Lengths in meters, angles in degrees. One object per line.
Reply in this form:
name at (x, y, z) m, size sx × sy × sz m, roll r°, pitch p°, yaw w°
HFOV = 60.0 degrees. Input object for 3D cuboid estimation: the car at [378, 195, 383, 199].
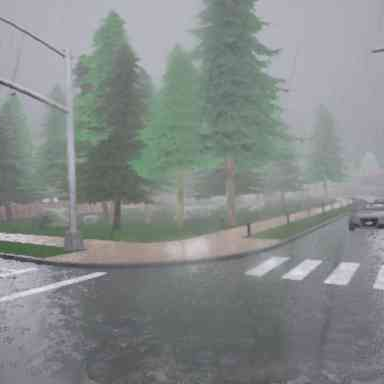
car at (15.038, 1.156, 25.994) m, size 1.895 × 1.301 × 4.718 m, roll -2°, pitch 0°, yaw 33°

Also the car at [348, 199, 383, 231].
car at (9.635, 1.279, 17.752) m, size 1.994 × 1.385 × 4.181 m, roll -2°, pitch 0°, yaw 33°
